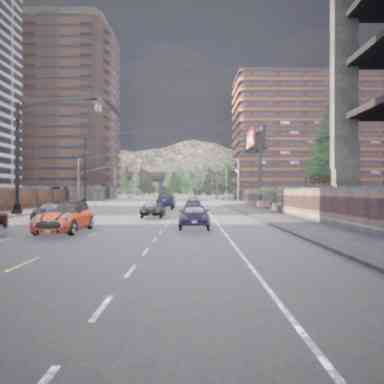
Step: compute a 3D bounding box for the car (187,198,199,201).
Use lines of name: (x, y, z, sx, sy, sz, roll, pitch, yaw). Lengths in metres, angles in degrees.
car: (0.142, 1.453, 41.099, 2.128, 1.511, 4.902, 0, 0, 0)

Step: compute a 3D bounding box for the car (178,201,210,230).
car: (0.126, 1.506, 20.853, 1.812, 1.442, 4.674, 0, 0, 0)

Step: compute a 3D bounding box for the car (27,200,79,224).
car: (-10.468, 1.451, 25.507, 1.882, 1.535, 5.008, 0, 0, 0)

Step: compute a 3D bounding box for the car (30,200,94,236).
car: (-6.996, 1.333, 18.347, 2.097, 1.767, 4.553, 0, 0, 0)

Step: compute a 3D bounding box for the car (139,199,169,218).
car: (-3.363, 1.572, 29.307, 1.895, 1.301, 4.718, 0, 0, 0)

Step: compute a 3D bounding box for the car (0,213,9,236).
car: (-10.529, 1.460, 15.298, 1.882, 1.535, 5.008, 0, 0, 1)

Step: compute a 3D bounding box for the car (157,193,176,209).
car: (-3.386, 1.181, 43.843, 2.150, 2.045, 5.566, 0, 0, 0)
